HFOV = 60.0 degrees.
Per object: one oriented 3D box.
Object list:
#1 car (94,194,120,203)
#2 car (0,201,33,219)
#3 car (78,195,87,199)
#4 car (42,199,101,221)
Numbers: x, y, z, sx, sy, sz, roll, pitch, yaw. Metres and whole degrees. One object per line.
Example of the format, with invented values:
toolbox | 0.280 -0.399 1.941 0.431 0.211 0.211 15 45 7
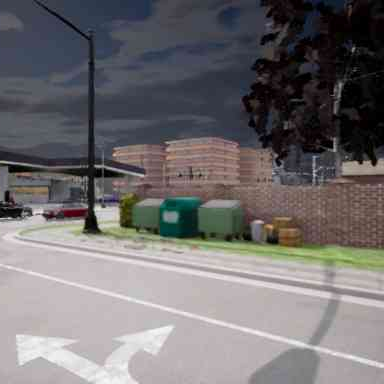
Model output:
car | -15.412 1.233 62.658 2.242 1.667 4.611 0 0 36
car | -15.154 1.472 26.324 1.837 1.490 4.892 0 0 36
car | -20.542 1.386 65.355 1.970 1.475 3.806 0 0 36
car | -10.047 1.536 27.435 1.994 1.385 4.181 0 0 37
